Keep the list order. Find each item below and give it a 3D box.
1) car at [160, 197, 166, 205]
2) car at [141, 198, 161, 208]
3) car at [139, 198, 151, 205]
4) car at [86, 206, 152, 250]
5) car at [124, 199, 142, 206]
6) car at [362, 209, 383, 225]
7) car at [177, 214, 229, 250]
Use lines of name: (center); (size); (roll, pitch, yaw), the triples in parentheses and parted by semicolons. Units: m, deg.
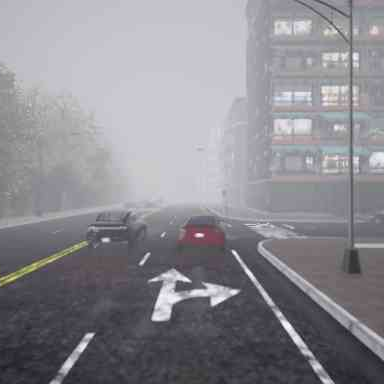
car: (-6.515, 1.915, 69.865); (1.837, 1.490, 4.892); (0, 0, 0)
car: (-6.584, 1.923, 54.210); (1.895, 1.301, 4.718); (0, 0, 0)
car: (-9.765, 1.967, 69.839); (1.994, 1.385, 4.181); (0, 0, 0)
car: (-3.174, 1.594, 14.731); (2.128, 1.511, 4.902); (0, -1, 0)
car: (-9.832, 1.922, 54.171); (1.895, 1.301, 4.718); (0, 0, 0)
car: (16.293, 2.022, 27.464); (4.206, 1.307, 1.802); (1, -1, 0)
car: (0.572, 1.665, 14.807); (1.994, 1.385, 4.181); (0, -1, 8)
